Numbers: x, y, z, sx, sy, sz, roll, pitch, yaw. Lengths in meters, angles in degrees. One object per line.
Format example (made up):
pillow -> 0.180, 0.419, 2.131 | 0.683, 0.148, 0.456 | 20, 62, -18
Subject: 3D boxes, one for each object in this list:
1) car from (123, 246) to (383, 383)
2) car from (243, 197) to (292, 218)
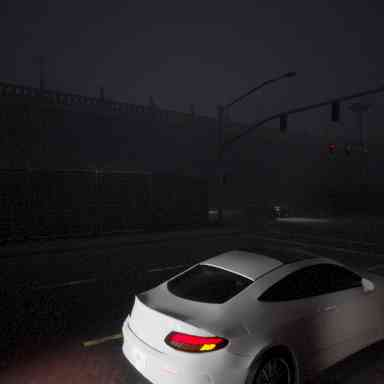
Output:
car -> 1.343, 1.526, 4.745 | 4.674, 1.442, 1.812 | 0, 0, -35
car -> 6.908, 1.407, 30.690 | 2.097, 1.767, 4.553 | 0, 0, -36
